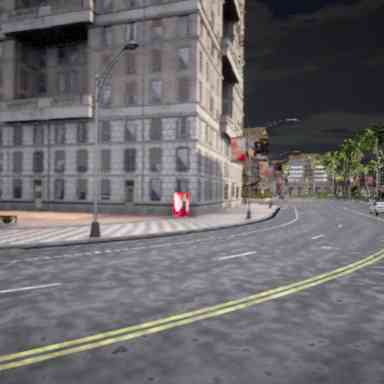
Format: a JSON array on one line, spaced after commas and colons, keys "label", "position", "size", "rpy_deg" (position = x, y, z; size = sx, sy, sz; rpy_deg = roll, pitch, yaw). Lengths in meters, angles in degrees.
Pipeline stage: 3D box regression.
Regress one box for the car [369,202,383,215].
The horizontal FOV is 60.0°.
[{"label": "car", "position": [20.613, 1.760, 36.044], "size": [1.812, 1.442, 4.674], "rpy_deg": [1, 0, 18]}]
